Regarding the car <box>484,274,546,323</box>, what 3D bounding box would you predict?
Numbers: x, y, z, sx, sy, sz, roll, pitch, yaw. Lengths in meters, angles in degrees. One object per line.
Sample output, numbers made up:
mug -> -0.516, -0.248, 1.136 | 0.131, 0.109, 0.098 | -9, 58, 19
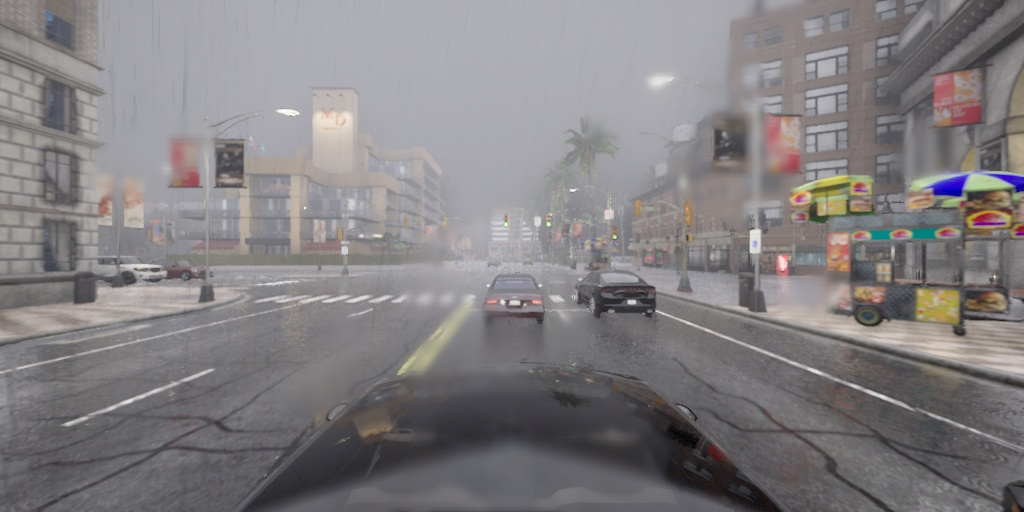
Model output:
car -> 0.080, 1.297, 12.085 | 2.033, 1.411, 5.357 | 0, 0, 0

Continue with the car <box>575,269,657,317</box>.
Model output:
car -> 3.585, 1.227, 13.194 | 1.882, 1.535, 5.008 | 0, 0, 0

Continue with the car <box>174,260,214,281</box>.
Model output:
car -> -27.234, 1.101, 29.387 | 4.553, 1.767, 2.097 | 0, 0, 0

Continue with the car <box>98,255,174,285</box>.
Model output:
car -> -28.366, 0.971, 25.876 | 5.566, 2.045, 2.150 | 0, 0, 0
